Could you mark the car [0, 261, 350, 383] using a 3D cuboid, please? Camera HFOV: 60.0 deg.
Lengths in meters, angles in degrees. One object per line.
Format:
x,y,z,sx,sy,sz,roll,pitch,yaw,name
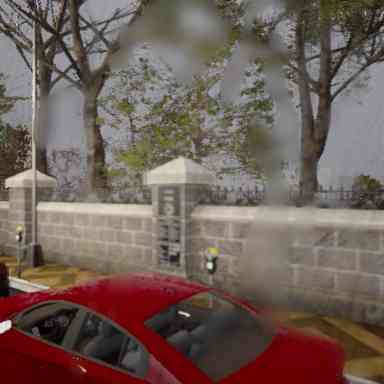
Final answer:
-0.804,1.557,3.472,4.507,1.381,1.887,0,0,36,car
